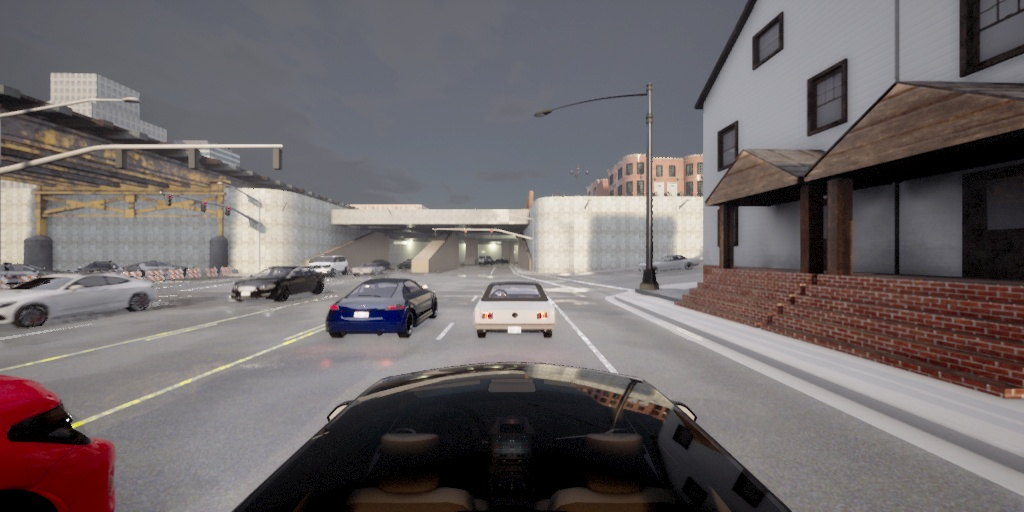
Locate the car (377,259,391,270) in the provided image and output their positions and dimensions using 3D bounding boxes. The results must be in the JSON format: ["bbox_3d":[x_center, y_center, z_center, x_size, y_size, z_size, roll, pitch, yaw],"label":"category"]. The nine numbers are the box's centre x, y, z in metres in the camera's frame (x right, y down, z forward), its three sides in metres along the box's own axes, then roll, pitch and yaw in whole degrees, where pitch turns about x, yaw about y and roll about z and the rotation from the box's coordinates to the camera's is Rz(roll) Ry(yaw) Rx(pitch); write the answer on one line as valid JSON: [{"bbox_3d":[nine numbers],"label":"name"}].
[{"bbox_3d":[-18.444,1.203,49.988,1.882,1.535,5.008,0,0,-1],"label":"car"}]

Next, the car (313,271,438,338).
[{"bbox_3d":[-3.431,1.310,10.201,1.994,1.385,4.181,0,0,0],"label":"car"}]

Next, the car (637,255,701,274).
[{"bbox_3d":[13.056,0.651,30.135,4.718,1.301,1.895,-7,0,0],"label":"car"}]

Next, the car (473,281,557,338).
[{"bbox_3d":[0.071,1.347,10.156,1.895,1.301,4.718,0,0,0],"label":"car"}]

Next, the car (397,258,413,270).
[{"bbox_3d":[-14.979,1.326,51.516,1.895,1.301,4.718,0,0,-1],"label":"car"}]

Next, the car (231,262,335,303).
[{"bbox_3d":[-10.644,1.235,16.728,2.128,1.511,4.902,0,0,-1],"label":"car"}]

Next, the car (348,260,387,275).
[{"bbox_3d":[-14.300,1.334,35.794,1.895,1.301,4.718,0,0,-5],"label":"car"}]

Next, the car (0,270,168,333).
[{"bbox_3d":[-14.095,1.271,11.426,1.812,1.442,4.674,0,0,0],"label":"car"}]

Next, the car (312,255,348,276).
[{"bbox_3d":[-17.702,0.956,34.716,2.150,2.045,5.566,0,0,-6],"label":"car"}]
